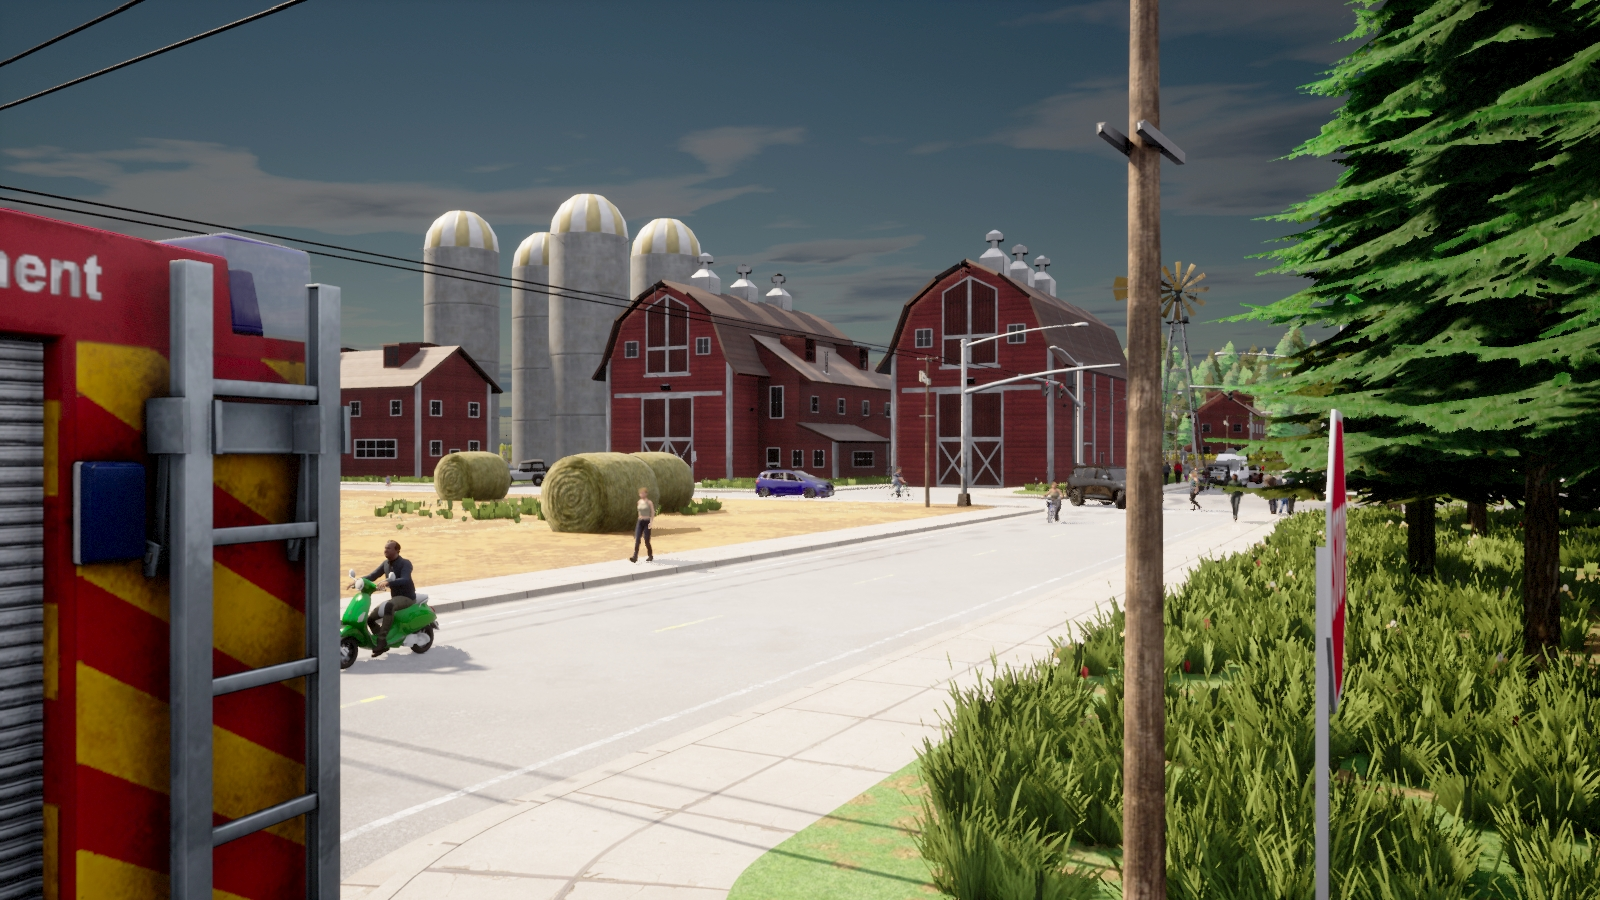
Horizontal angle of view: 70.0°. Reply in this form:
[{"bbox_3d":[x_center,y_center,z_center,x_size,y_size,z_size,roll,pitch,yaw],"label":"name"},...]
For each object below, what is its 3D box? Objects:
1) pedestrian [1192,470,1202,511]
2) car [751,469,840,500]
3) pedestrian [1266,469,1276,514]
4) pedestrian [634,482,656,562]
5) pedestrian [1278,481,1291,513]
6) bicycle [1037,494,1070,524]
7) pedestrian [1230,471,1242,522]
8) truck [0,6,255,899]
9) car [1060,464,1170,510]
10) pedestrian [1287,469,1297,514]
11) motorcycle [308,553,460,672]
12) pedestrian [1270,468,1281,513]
[{"bbox_3d":[18.140,1.838,52.202,0.375,1.860,0.375,0,0,13],"label":"pedestrian"},{"bbox_3d":[-0.270,1.937,65.768,4.611,1.667,2.242,0,0,27],"label":"car"},{"bbox_3d":[19.345,1.695,46.918,0.375,1.860,0.375,0,0,18],"label":"pedestrian"},{"bbox_3d":[-3.674,1.694,27.053,0.375,1.860,0.375,0,0,25],"label":"pedestrian"},{"bbox_3d":[20.435,1.976,48.166,0.375,1.300,0.375,0,0,-41],"label":"pedestrian"},{"bbox_3d":[9.713,2.256,43.769,0.859,1.080,1.487,0,0,28],"label":"bicycle"},{"bbox_3d":[15.936,1.696,41.785,0.375,1.860,0.375,0,0,25],"label":"pedestrian"},{"bbox_3d":[-6.094,0.866,3.627,8.468,3.827,2.891,0,0,22],"label":"truck"},{"bbox_3d":[15.277,1.762,55.719,2.150,2.045,5.566,1,0,-23],"label":"car"},{"bbox_3d":[20.191,1.694,46.890,0.375,1.860,0.375,0,0,28],"label":"pedestrian"},{"bbox_3d":[-5.560,2.142,15.386,0.856,1.316,1.805,0,0,28],"label":"motorcycle"},{"bbox_3d":[19.828,1.694,47.674,0.375,1.860,0.375,0,0,29],"label":"pedestrian"}]
